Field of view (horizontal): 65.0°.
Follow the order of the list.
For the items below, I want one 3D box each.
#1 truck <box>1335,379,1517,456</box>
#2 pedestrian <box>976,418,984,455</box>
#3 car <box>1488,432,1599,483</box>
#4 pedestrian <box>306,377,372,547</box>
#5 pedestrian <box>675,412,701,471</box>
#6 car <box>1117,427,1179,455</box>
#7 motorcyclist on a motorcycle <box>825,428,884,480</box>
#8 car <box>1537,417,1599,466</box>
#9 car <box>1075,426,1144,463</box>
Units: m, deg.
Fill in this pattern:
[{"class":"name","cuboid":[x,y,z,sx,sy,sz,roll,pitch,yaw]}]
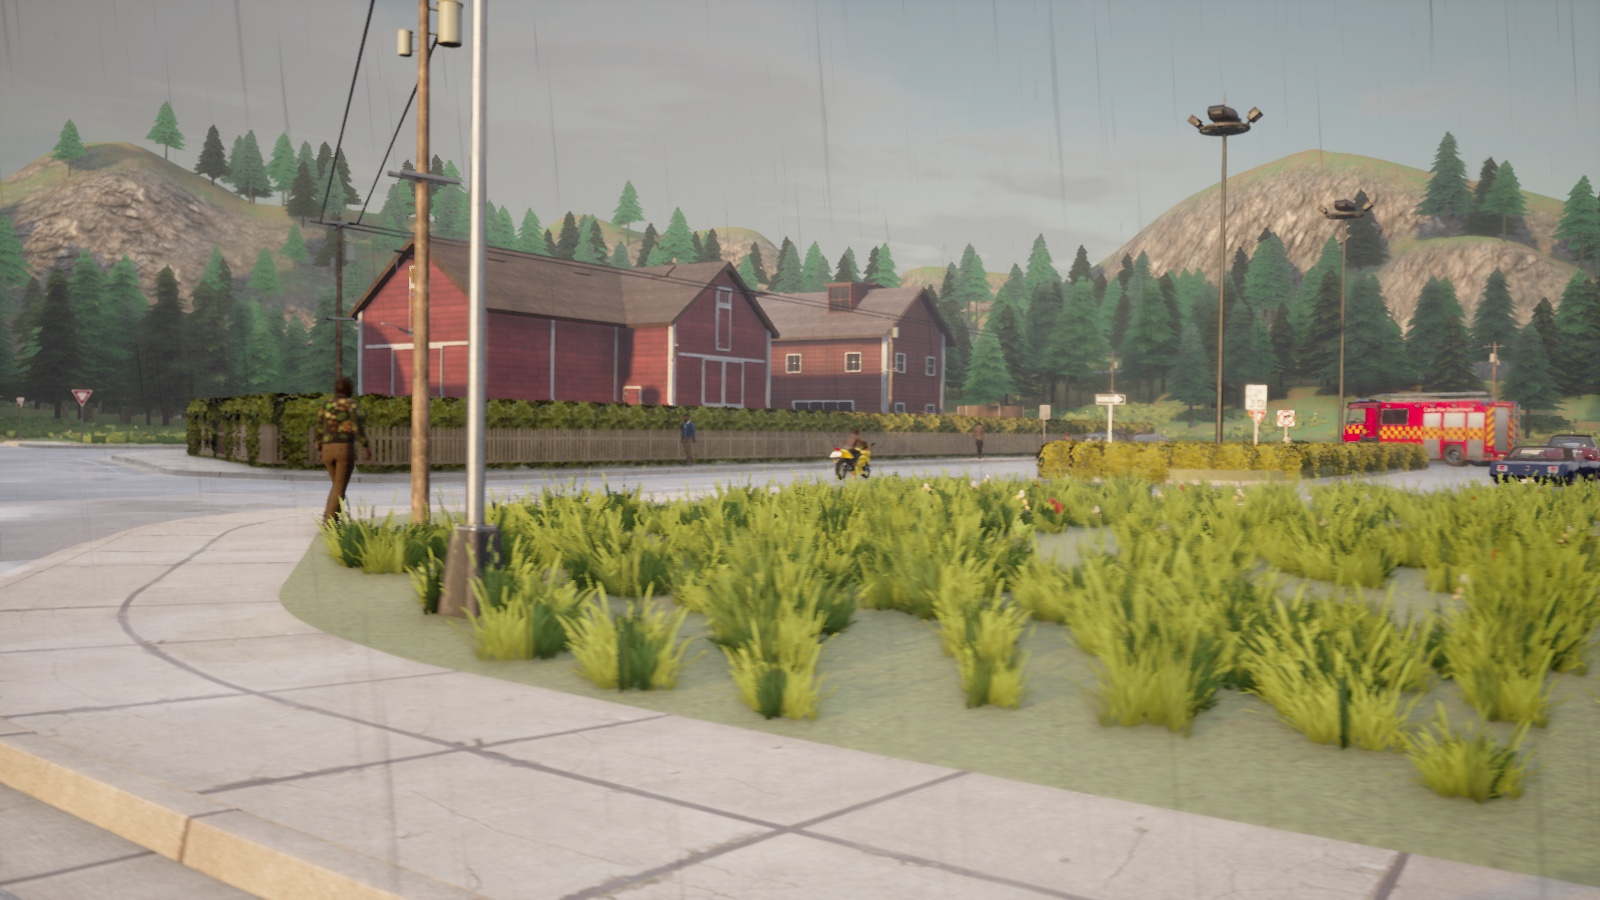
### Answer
[{"class":"truck","cuboid":[33.110,-1.693,66.824,2.891,3.827,8.468,-1,1,-30]},{"class":"pedestrian","cuboid":[8.712,-0.650,60.834,0.328,1.805,0.869,0,1,13]},{"class":"car","cuboid":[20.756,0.158,34.804,1.895,1.301,4.718,1,1,42]},{"class":"pedestrian","cuboid":[-5.358,0.127,14.622,0.395,1.930,0.692,0,1,13]},{"class":"pedestrian","cuboid":[-3.759,-0.283,42.307,0.423,1.949,0.788,1,1,43]},{"class":"car","cuboid":[19.563,-0.541,70.505,1.882,1.535,5.008,0,1,34]},{"class":"motorcyclist on a motorcycle","cuboid":[1.634,0.098,37.284,0.797,1.523,2.044,0,1,34]},{"class":"car","cuboid":[29.492,-0.343,47.922,2.097,1.767,4.553,0,1,33]},{"class":"car","cuboid":[13.668,-0.263,55.345,1.789,1.549,3.705,0,1,34]}]
